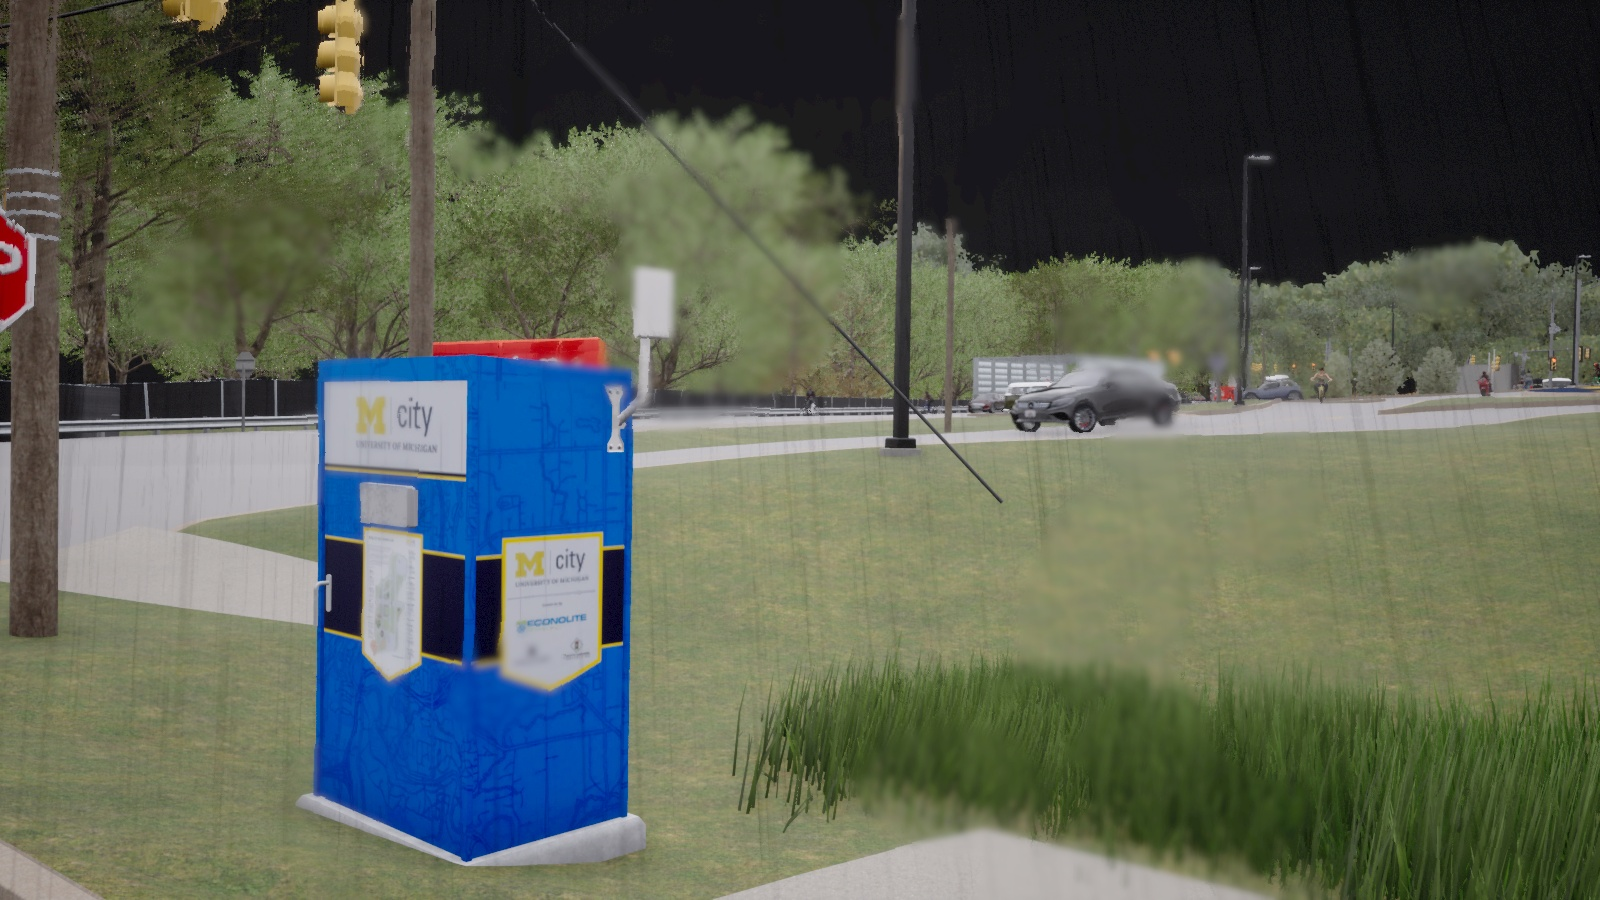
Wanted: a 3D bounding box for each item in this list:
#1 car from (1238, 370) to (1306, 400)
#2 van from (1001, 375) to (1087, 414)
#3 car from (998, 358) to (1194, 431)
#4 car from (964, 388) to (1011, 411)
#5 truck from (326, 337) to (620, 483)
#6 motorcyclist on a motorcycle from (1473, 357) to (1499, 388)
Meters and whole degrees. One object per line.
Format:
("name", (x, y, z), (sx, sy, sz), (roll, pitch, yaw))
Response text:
("car", (29.106, -4.019, 77.585), (3.806, 1.475, 1.970), (-4, 0, 19))
("van", (14.271, -3.229, 73.482), (4.480, 2.038, 2.069), (-2, 2, 29))
("car", (6.933, -1.313, 29.185), (4.674, 1.442, 1.812), (-5, 4, -36))
("car", (14.638, -3.951, 97.911), (2.033, 1.649, 4.856), (1, 3, 30))
("truck", (-6.408, -0.795, 25.299), (5.204, 2.467, 2.627), (-4, 1, -4))
("motorcyclist on a motorcycle", (36.695, -4.134, 67.173), (0.797, 1.523, 2.044), (-7, 0, 37))
